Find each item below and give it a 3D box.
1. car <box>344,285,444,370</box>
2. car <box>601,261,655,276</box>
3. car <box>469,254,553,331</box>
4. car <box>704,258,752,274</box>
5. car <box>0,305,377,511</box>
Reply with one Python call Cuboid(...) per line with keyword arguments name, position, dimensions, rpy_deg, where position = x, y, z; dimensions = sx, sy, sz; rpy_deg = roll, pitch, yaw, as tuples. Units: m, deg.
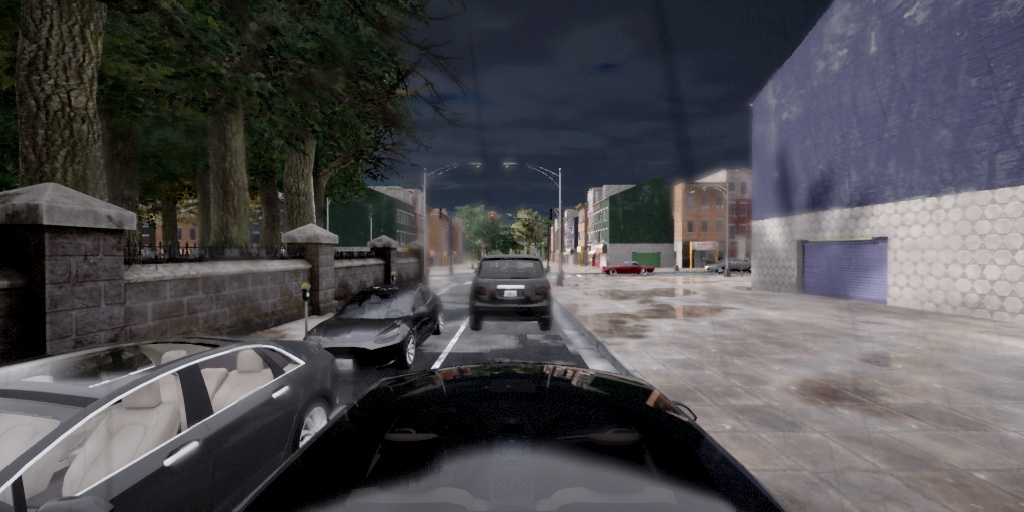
Cuboid(name="car", position=(-2.634, 1.316, 7.761), dimensions=(1.948, 1.339, 4.313), rpy_deg=(0, 0, 0))
Cuboid(name="car", position=(10.993, 1.187, 34.334), dimensions=(4.718, 1.301, 1.895), rpy_deg=(-1, 1, 0))
Cuboid(name="car", position=(-0.011, 0.973, 11.071), dimensions=(2.150, 2.045, 5.566), rpy_deg=(0, 0, 0))
Cuboid(name="car", position=(21.030, 0.943, 34.319), dimensions=(4.902, 1.511, 2.128), rpy_deg=(-1, 1, 0))
Cuboid(name="car", position=(-2.641, 1.300, 2.073), dimensions=(2.007, 1.370, 4.403), rpy_deg=(0, 0, 0))
